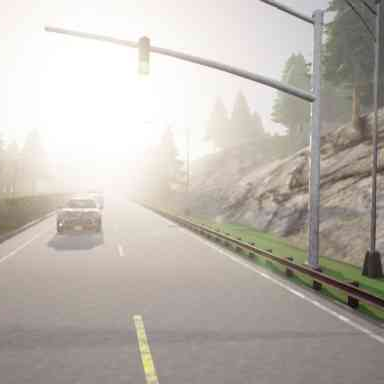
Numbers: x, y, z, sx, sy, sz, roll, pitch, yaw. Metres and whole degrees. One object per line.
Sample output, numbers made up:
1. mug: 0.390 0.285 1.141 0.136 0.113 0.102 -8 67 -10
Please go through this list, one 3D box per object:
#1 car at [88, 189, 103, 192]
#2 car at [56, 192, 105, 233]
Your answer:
1. car: -12.128 0.647 41.714 2.150 2.045 5.566 1 1 -15
2. car: -5.853 1.082 17.667 2.097 1.767 4.553 1 0 -15
